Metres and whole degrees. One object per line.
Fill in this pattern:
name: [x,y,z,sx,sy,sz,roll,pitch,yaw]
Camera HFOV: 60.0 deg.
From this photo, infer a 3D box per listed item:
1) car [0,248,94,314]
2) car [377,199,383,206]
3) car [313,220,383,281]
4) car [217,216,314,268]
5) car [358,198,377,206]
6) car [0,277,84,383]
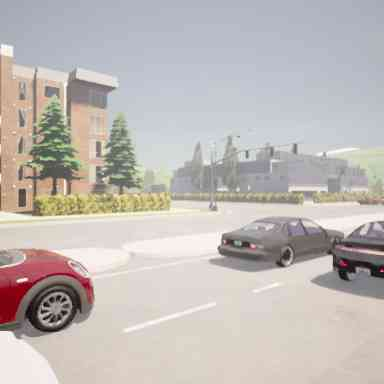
car: [-3.900,1.354,5.137,4.553,1.767,2.097,0,0,-41]
car: [31.858,1.328,52.841,4.553,1.767,2.097,0,0,-40]
car: [5.511,1.487,8.715,4.902,1.511,2.128,0,0,-41]
car: [3.254,1.543,11.392,5.357,1.411,2.033,0,0,-41]
car: [29.508,1.576,55.429,4.718,1.301,1.895,0,0,-40]
car: [-2.931,1.601,1.358,4.718,1.301,1.895,0,0,-41]
